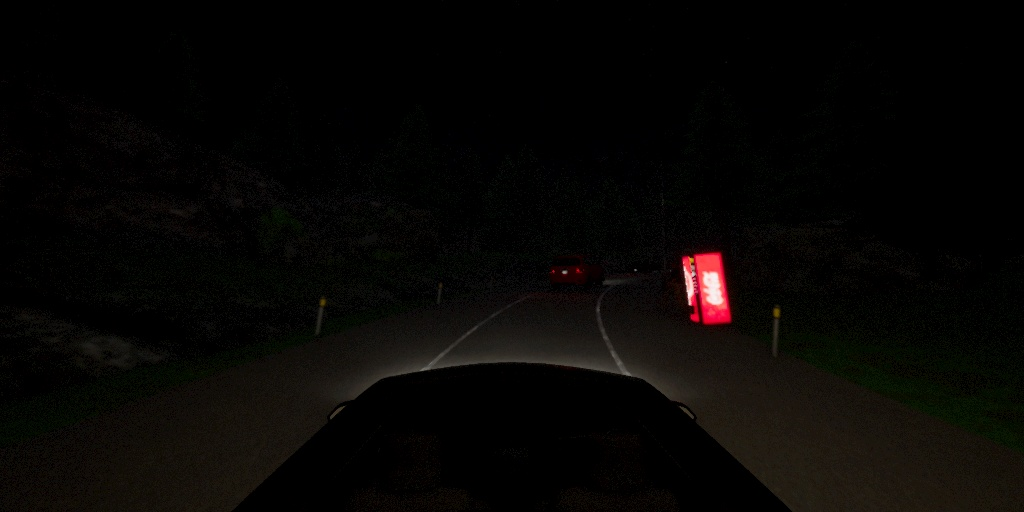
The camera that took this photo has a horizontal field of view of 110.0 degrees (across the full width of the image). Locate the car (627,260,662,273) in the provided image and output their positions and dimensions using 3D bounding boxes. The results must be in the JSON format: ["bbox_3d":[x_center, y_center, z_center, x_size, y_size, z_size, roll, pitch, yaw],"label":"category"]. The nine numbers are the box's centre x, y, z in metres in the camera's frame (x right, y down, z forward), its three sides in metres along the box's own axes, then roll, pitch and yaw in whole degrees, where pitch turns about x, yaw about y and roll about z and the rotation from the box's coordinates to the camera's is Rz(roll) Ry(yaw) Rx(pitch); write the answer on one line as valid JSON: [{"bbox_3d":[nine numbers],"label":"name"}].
[{"bbox_3d":[14.111,1.112,37.936,4.718,1.301,1.895,-1,-3,-44],"label":"car"}]

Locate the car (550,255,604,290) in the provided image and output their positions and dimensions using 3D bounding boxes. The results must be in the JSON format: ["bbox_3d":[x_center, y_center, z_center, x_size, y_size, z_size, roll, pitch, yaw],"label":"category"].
[{"bbox_3d":[4.076,0.953,22.093,2.150,2.045,5.566,-3,0,26],"label":"car"}]

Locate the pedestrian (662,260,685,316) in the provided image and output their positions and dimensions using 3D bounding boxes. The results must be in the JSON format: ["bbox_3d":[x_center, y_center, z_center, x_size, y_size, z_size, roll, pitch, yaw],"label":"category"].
[{"bbox_3d":[5.359,1.006,11.853,0.375,1.860,0.375,5,-5,13],"label":"pedestrian"}]

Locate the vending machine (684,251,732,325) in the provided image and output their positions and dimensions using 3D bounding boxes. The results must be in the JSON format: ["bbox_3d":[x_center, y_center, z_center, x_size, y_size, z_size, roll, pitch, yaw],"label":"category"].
[{"bbox_3d":[5.926,0.907,10.690,1.100,2.100,0.880,0,0,12],"label":"vending machine"}]
